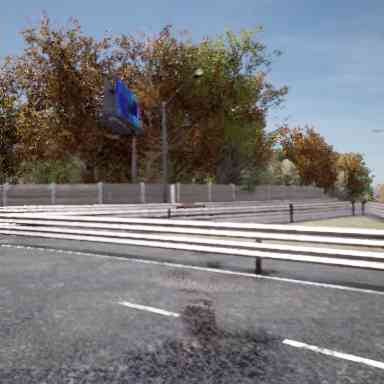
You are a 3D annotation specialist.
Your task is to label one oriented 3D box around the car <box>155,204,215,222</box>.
[{"bbox_3d":[-0.497,1.625,24.676,4.674,1.442,1.812,0,0,-26],"label":"car"}]
